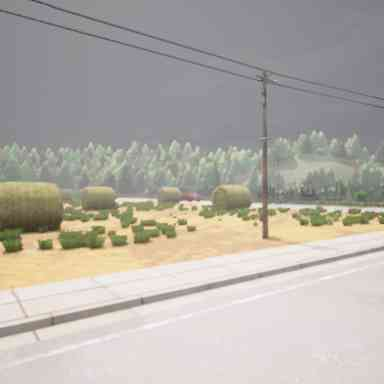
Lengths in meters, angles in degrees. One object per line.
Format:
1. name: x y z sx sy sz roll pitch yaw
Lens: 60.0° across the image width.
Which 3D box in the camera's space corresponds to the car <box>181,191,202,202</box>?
1. car: -0.346 0.917 62.293 2.150 2.045 5.566 -1 0 -32
